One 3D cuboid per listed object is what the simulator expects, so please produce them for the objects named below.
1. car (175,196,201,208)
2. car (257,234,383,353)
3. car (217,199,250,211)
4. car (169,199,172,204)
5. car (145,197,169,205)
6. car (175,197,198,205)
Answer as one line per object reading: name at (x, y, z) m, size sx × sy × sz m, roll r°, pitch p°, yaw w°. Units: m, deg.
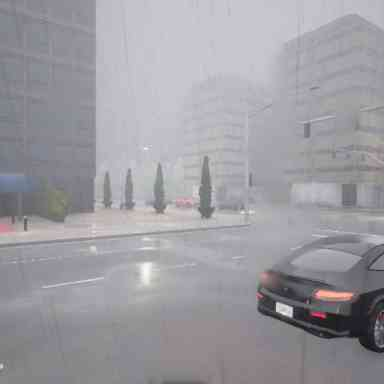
car at (-0.467, 1.352, 47.548) m, size 2.097 × 1.767 × 4.553 m, roll 0°, pitch 0°, yaw -35°
car at (3.210, 1.526, 6.110) m, size 4.674 × 1.442 × 1.812 m, roll 0°, pitch 0°, yaw -35°
car at (4.916, 1.564, 39.870) m, size 1.994 × 1.385 × 4.181 m, roll 0°, pitch 0°, yaw -35°
car at (-5.480, 1.564, 61.134) m, size 1.994 × 1.385 × 4.181 m, roll 0°, pitch 0°, yaw -35°
car at (-6.161, 1.564, 55.686) m, size 1.994 × 1.385 × 4.181 m, roll 0°, pitch 0°, yaw -35°
car at (-0.989, 1.601, 60.822) m, size 1.895 × 1.301 × 4.718 m, roll 0°, pitch 0°, yaw -35°
